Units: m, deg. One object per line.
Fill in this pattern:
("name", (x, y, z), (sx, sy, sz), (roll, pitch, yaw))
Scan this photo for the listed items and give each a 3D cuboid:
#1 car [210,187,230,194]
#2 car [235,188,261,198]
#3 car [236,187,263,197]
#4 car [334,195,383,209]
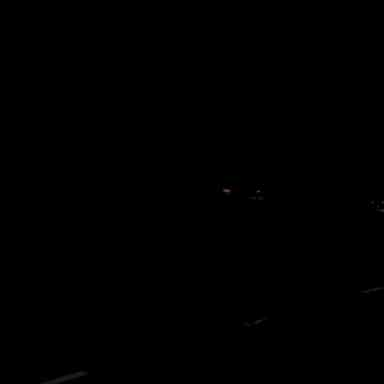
("car", (5.660, -0.339, 66.541), (2.033, 1.411, 5.357), (2, 2, -25))
("car", (8.791, 0.073, 52.579), (1.882, 1.535, 5.008), (2, 1, -25))
("car", (9.913, 0.016, 57.562), (2.128, 1.511, 4.902), (2, 2, -25))
("car", (17.231, 1.008, 34.384), (1.895, 1.301, 4.718), (2, 2, -25))
